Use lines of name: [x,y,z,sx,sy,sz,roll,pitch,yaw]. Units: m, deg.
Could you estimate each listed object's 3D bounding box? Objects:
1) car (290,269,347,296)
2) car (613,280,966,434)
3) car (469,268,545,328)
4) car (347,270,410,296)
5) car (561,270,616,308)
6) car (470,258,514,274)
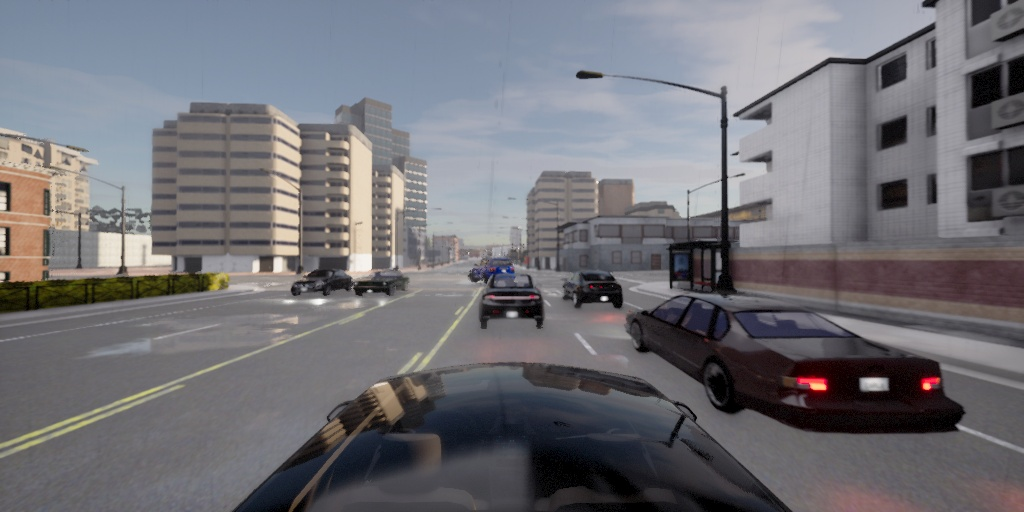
car: [-10.820,1.476,20.829,1.812,1.442,4.674,0,0,-2]
car: [3.552,1.330,6.044,2.033,1.411,5.357,0,0,0]
car: [-0.025,1.319,11.710,2.128,1.511,4.902,0,0,-1]
car: [-7.312,1.501,20.485,1.895,1.301,4.718,0,0,-2]
car: [3.392,1.363,15.788,1.837,1.490,4.892,0,0,-1]
car: [-1.625,1.192,28.270,2.150,2.045,5.566,1,-1,-22]
